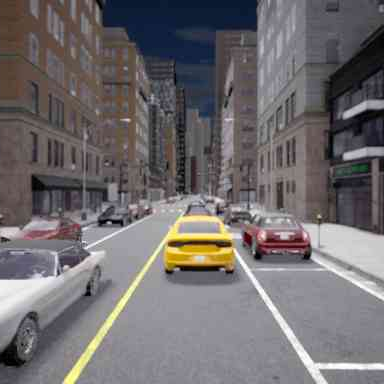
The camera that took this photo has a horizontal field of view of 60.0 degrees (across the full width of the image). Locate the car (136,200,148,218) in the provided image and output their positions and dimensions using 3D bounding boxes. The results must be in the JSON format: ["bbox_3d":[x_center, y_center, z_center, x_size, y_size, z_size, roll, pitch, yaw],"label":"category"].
[{"bbox_3d":[-5.290,1.681,29.277,1.802,1.307,4.206,0,0,1],"label":"car"}]

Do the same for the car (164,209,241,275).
[{"bbox_3d":[0.221,1.513,10.684,1.882,1.535,5.008,0,0,1],"label":"car"}]

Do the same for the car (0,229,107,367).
[{"bbox_3d":[-3.036,1.620,5.914,1.895,1.301,4.718,0,0,1],"label":"car"}]

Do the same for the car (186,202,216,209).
[{"bbox_3d":[0.417,1.645,23.920,1.994,1.385,4.181,0,0,0],"label":"car"}]

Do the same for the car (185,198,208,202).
[{"bbox_3d":[0.449,1.644,34.429,1.812,1.442,4.674,0,0,2],"label":"car"}]

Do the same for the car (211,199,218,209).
[{"bbox_3d":[3.309,1.686,34.663,1.947,1.339,4.313,0,0,1],"label":"car"}]

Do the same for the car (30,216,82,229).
[{"bbox_3d":[-5.513,1.624,12.775,1.802,1.307,4.206,0,0,1],"label":"car"}]

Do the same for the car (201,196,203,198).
[{"bbox_3d":[4.009,1.893,82.565,2.008,1.369,4.403,0,0,1],"label":"car"}]

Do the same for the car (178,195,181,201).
[{"bbox_3d":[-4.514,1.892,82.692,2.008,1.369,4.403,0,0,1],"label":"car"}]

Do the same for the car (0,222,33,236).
[{"bbox_3d":[-5.587,1.589,7.274,1.947,1.339,4.313,0,0,1],"label":"car"}]

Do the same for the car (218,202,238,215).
[{"bbox_3d":[3.160,1.631,23.661,2.008,1.369,4.403,0,0,1],"label":"car"}]

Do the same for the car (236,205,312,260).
[{"bbox_3d":[3.012,1.483,12.660,1.967,1.590,4.097,0,0,1],"label":"car"}]

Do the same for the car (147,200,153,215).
[{"bbox_3d":[-5.216,1.559,34.779,1.967,1.590,4.097,0,0,1],"label":"car"}]

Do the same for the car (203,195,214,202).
[{"bbox_3d":[3.843,1.725,71.749,1.967,1.590,4.097,0,0,1],"label":"car"}]

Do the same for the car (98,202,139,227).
[{"bbox_3d":[-5.364,1.645,23.776,1.947,1.339,4.313,0,0,1],"label":"car"}]

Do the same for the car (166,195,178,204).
[{"bbox_3d":[-4.680,1.865,71.877,1.802,1.307,4.206,0,0,1],"label":"car"}]
